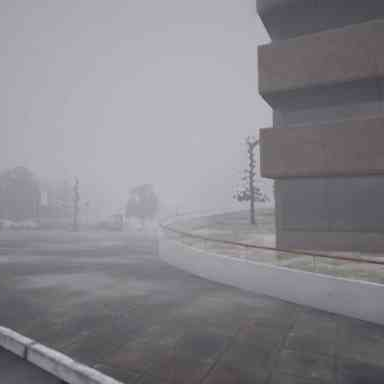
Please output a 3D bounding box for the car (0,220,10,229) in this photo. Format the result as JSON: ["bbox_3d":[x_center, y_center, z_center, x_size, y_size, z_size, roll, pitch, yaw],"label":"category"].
[{"bbox_3d":[-29.074,4.604,47.209,4.674,1.452,2.002,0,-6,5],"label":"car"}]

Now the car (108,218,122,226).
[{"bbox_3d":[-21.309,8.412,92.557,1.946,1.575,5.366,0,1,10],"label":"car"}]

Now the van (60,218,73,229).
[{"bbox_3d":[-23.830,5.491,58.136,4.442,1.987,1.878,0,-6,5],"label":"van"}]

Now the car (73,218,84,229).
[{"bbox_3d":[-22.658,6.004,60.835,4.892,1.521,2.231,0,-6,5],"label":"car"}]

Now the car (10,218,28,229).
[{"bbox_3d":[-27.805,4.892,49.944,4.674,1.452,2.002,0,-6,5],"label":"car"}]

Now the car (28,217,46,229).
[{"bbox_3d":[-26.702,5.138,52.685,5.366,1.575,1.946,0,-6,5],"label":"car"}]

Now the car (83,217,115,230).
[{"bbox_3d":[-16.934,5.956,60.810,2.097,1.767,4.553,-2,-6,25],"label":"car"}]

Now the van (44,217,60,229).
[{"bbox_3d":[-25.114,5.202,55.408,4.442,1.987,1.878,0,-6,5],"label":"van"}]

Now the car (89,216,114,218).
[{"bbox_3d":[-18.840,6.615,69.025,5.566,2.045,2.435,0,-6,5],"label":"car"}]

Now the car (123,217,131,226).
[{"bbox_3d":[-18.860,8.462,90.722,2.163,1.488,4.792,0,1,10],"label":"car"}]
